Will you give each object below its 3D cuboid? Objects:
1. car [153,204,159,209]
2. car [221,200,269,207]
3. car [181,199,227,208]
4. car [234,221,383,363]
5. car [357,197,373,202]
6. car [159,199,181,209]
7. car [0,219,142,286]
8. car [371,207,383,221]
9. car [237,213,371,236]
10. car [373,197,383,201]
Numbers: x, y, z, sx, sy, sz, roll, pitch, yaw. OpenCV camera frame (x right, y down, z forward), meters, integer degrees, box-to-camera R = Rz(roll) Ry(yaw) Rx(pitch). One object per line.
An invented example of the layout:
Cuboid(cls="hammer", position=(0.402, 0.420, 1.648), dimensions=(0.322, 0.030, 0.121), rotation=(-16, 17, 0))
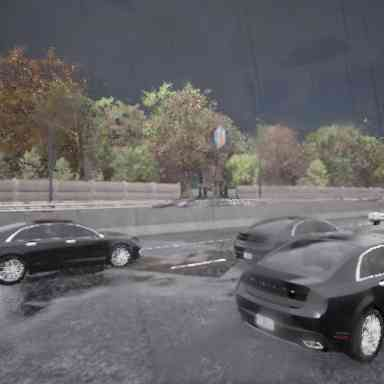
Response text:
Cuboid(cls="car", position=(-2.042, 1.590, 37.188), dimensions=(5.008, 1.535, 1.882), rotation=(0, 0, -36))
Cuboid(cls="car", position=(5.535, 1.618, 29.722), dimensions=(5.357, 1.411, 2.033), rotation=(0, 0, -36))
Cuboid(cls="car", position=(1.683, 1.437, 31.243), dimensions=(4.553, 1.767, 2.097), rotation=(0, 0, -36))
Cuboid(cls="car", position=(2.951, 1.514, 5.936), dimensions=(4.892, 1.490, 1.837), rotation=(0, 0, -36))
Cuboid(cls="car", position=(33.105, 1.608, 62.701), dimensions=(5.008, 1.535, 1.882), rotation=(0, 0, -36))
Cuboid(cls="car", position=(-0.608, 1.625, 33.909), dimensions=(4.674, 1.442, 1.812), rotation=(0, 0, -36))
Cuboid(cls="car", position=(-3.818, 1.544, 9.659), dimensions=(4.892, 1.490, 1.837), rotation=(0, 0, -36))
Cuboid(cls="car", position=(14.108, 1.627, 22.729), dimensions=(4.718, 1.301, 1.895), rotation=(0, 0, -36))
Cuboid(cls="car", position=(3.515, 1.526, 10.675), dimensions=(4.892, 1.490, 1.837), rotation=(0, 0, -36))
Cuboid(cls="car", position=(35.167, 1.669, 59.873), dimensions=(4.181, 1.385, 1.994), rotation=(0, 0, -36))
